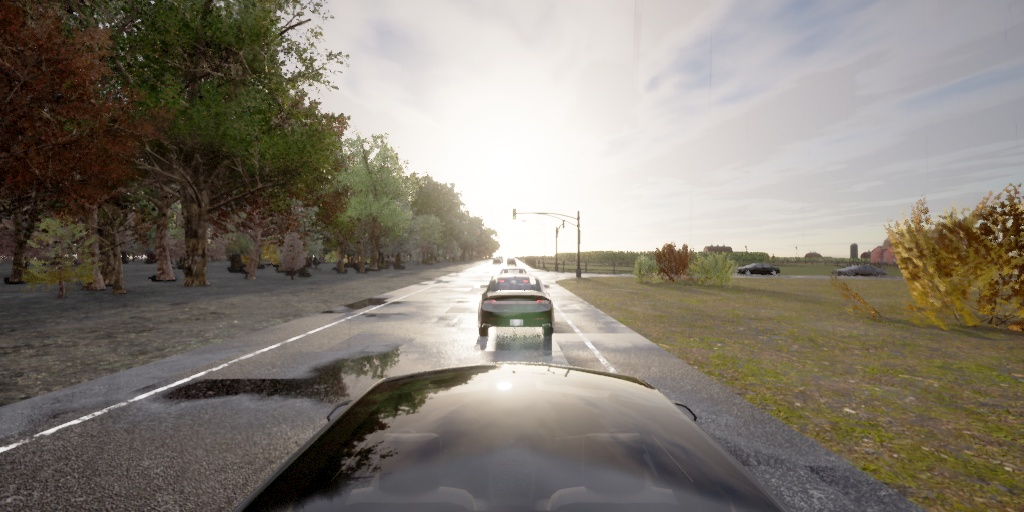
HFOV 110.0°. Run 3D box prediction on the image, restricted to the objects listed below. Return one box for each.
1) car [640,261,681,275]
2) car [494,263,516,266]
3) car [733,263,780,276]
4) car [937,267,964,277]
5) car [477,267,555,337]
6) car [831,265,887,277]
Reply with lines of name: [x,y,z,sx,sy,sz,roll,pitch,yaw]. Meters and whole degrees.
car: [17.679,1.353,43.010,4.553,1.767,2.097,1,-1,1]
car: [0.075,1.302,20.101,2.033,1.411,5.357,0,0,0]
car: [29.235,1.605,42.934,5.008,1.535,1.882,0,-1,0]
car: [48.856,1.882,39.253,4.718,1.301,1.895,1,-1,1]
car: [0.089,1.244,10.284,2.128,1.511,4.902,0,0,0]
car: [41.474,1.808,42.885,5.357,1.411,2.033,1,-1,0]
